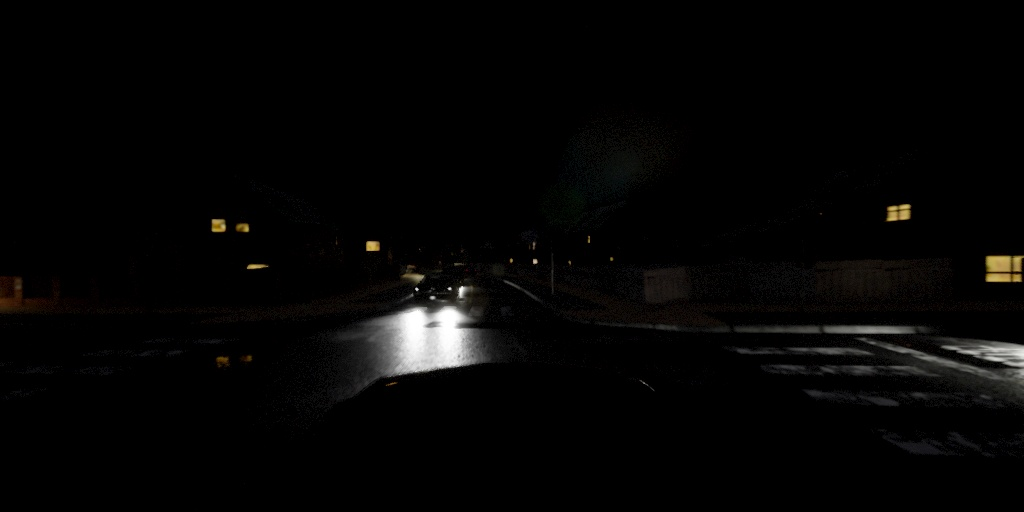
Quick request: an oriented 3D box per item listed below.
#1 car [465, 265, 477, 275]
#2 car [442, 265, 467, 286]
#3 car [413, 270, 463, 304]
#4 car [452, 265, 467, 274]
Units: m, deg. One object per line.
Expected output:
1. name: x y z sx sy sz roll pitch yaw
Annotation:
1. car: -6.171 2.031 51.042 2.033 1.411 5.357 0 -1 -15
2. car: -4.978 1.709 29.679 1.994 1.385 4.181 0 -1 -9
3. car: -3.662 1.567 18.013 1.895 1.301 4.718 0 -1 -5
4. car: -8.984 2.198 61.186 1.812 1.442 4.674 0 -1 -18
